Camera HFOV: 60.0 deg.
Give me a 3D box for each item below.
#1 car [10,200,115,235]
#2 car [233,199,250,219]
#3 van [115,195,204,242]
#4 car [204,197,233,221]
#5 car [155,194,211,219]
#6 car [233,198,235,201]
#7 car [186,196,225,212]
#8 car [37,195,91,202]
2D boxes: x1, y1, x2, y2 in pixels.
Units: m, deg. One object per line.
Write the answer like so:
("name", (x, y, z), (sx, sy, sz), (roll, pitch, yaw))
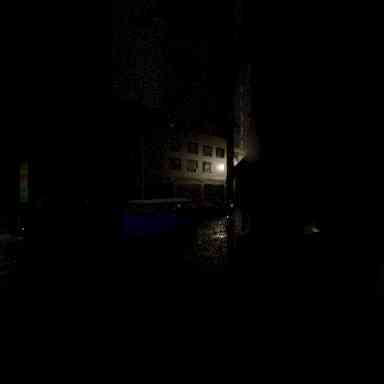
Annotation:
("car", (-6.592, 1.383, 18.237), (2.033, 1.411, 5.357), (0, 1, 36))
("car", (5.151, 1.280, 24.585), (2.008, 1.369, 4.403), (1, 1, 36))
("van", (-1.366, 1.208, 15.453), (1.690, 1.788, 3.998), (1, 1, 36))
("car", (0.379, 1.314, 22.448), (2.033, 1.411, 5.357), (0, 1, 35))
("car", (-0.607, 1.062, 26.618), (2.097, 1.767, 4.553), (0, 1, 36))
("car", (5.396, 1.074, 35.010), (2.128, 1.511, 4.902), (0, 1, 36))
("car", (1.474, 1.167, 34.105), (1.947, 1.339, 4.313), (1, 2, 36))
("car", (-8.304, 1.123, 20.406), (2.192, 1.841, 5.009), (1, 1, 36))
